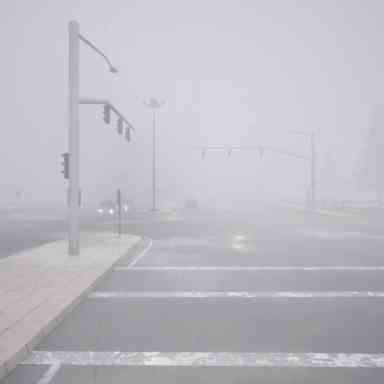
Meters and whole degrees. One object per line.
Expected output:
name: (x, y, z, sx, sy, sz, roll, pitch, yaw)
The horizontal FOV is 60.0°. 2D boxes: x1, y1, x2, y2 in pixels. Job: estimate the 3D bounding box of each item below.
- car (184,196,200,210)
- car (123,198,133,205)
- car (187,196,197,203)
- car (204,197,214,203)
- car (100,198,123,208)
car: (-0.029, 1.526, 43.519, 1.812, 1.442, 4.674, 0, 0, 0)
car: (-11.568, 1.601, 57.168, 1.895, 1.301, 4.718, 0, 0, 0)
car: (-0.045, 1.564, 68.954, 1.994, 1.385, 4.181, 0, 0, 0)
car: (3.455, 1.601, 68.987, 1.895, 1.301, 4.718, 0, 0, 0)
car: (-11.572, 1.601, 47.180, 1.895, 1.301, 4.718, 0, 0, 1)
